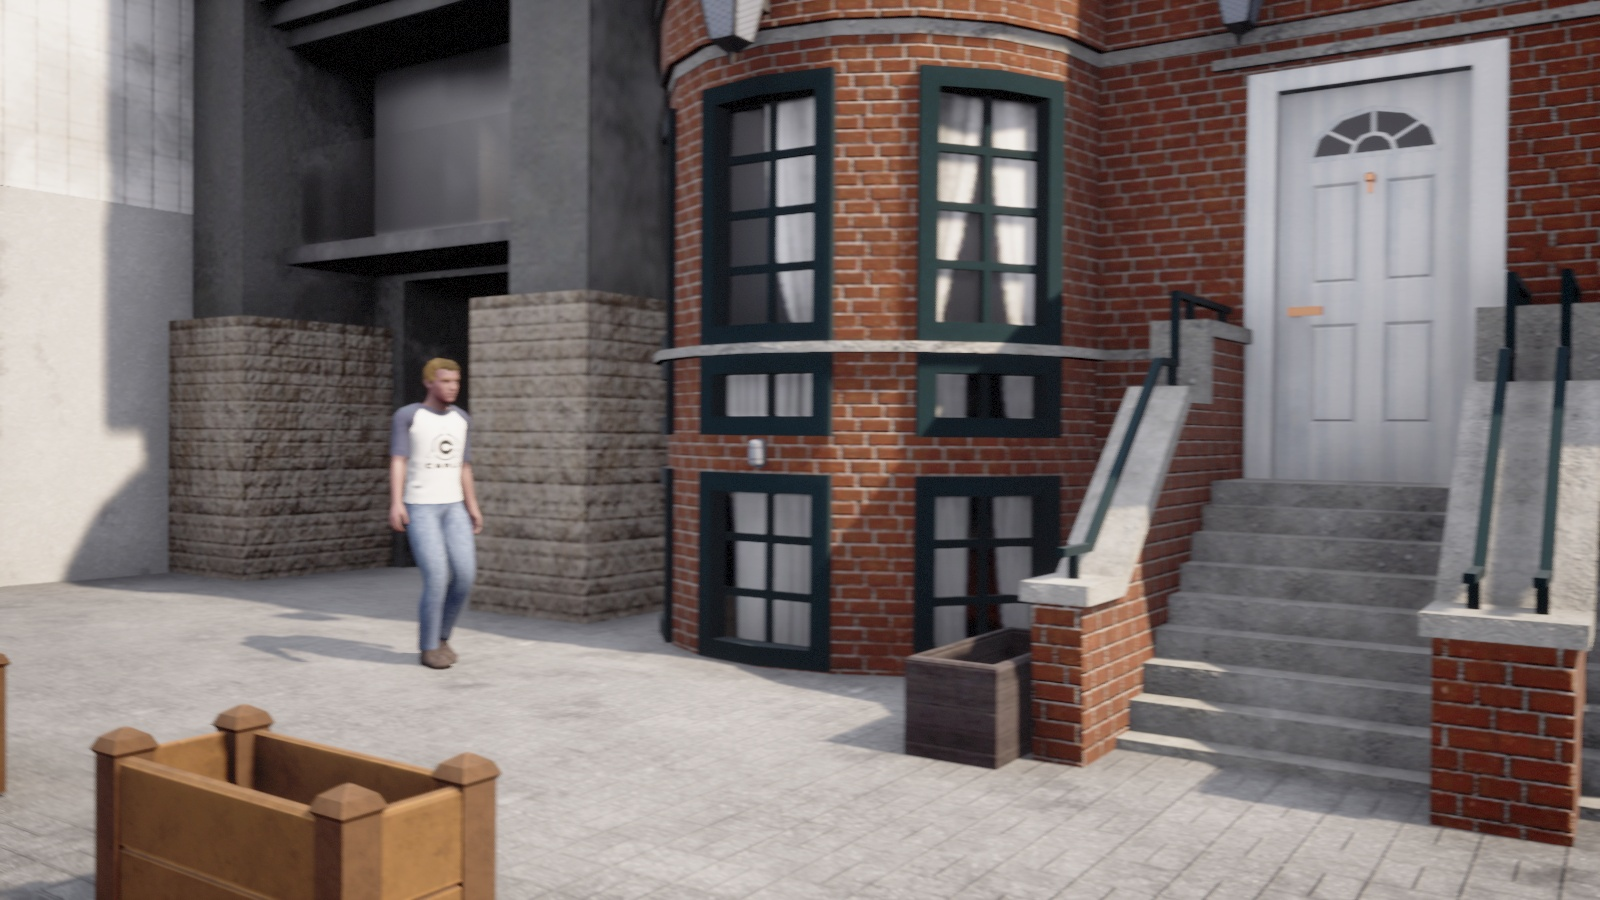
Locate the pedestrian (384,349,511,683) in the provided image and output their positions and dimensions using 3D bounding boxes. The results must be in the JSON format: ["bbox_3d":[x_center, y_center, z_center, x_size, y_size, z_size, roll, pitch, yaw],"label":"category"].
[{"bbox_3d":[-2.046,0.360,7.273,0.706,1.836,0.354,0,1,41],"label":"pedestrian"}]
